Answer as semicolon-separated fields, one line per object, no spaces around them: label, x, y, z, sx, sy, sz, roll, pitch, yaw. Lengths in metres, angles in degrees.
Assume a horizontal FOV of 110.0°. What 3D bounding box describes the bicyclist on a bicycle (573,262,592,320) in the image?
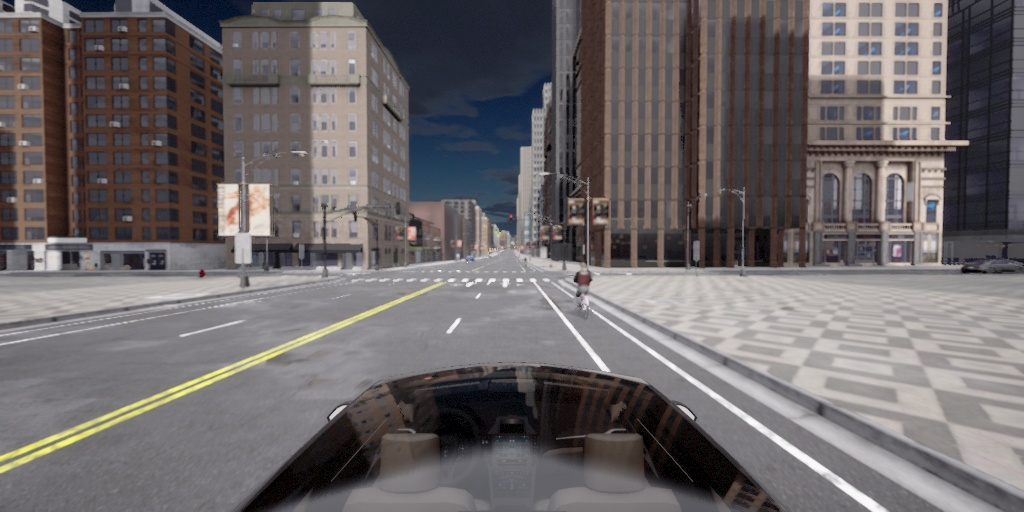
bicyclist on a bicycle;2.249;1.078;11.551;0.659;1.776;1.843;0;0;0

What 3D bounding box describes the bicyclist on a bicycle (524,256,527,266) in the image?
bicyclist on a bicycle;2.238;0.916;59.595;0.659;1.776;1.843;0;0;0

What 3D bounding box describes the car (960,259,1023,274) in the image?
car;44.235;1.027;32.985;4.181;1.385;1.994;0;1;0
